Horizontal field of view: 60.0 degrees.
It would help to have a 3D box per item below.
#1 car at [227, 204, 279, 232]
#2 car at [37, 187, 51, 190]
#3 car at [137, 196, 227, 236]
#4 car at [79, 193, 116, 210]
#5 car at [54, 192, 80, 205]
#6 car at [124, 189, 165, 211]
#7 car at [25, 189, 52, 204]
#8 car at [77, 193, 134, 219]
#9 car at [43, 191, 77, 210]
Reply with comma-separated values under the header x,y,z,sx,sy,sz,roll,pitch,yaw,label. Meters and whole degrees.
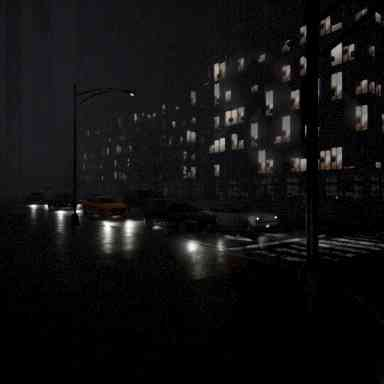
x,y,z,sx,sy,sz,roll,pitch,yaw,label
2.464,1.368,18.554,1.895,1.301,4.718,0,1,-39,car
-28.548,-0.026,63.726,2.150,2.045,5.566,0,1,-38,car
-0.704,1.231,17.297,1.882,1.535,5.008,0,1,-37,car
-9.737,0.883,34.087,1.882,1.535,5.008,0,1,-38,car
-15.837,0.748,41.938,1.812,1.442,4.674,0,1,-38,car
-3.569,0.810,26.206,2.150,2.045,5.566,0,1,-38,car
-19.193,0.707,40.968,1.837,1.490,4.892,0,1,-37,car
-6.551,1.057,24.742,1.882,1.535,5.008,0,1,-38,car
-12.828,0.898,32.755,1.837,1.490,4.892,0,1,-38,car
